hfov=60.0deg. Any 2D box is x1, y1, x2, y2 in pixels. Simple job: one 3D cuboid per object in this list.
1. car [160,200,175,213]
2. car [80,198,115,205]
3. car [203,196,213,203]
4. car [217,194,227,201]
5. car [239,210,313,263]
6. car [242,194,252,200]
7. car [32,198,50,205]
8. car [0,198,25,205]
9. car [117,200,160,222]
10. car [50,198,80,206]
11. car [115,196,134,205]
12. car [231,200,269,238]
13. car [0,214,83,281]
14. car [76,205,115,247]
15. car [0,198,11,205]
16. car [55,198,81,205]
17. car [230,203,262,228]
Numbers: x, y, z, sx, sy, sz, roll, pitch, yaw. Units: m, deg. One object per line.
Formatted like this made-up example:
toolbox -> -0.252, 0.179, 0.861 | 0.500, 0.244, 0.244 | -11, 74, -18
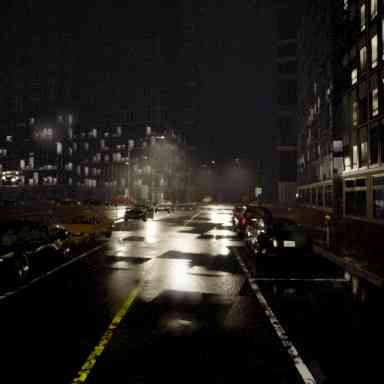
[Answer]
car -> -3.007, 1.595, 37.172 | 2.008, 1.369, 4.403 | 1, 0, 7
car -> -15.267, 1.675, 53.867 | 4.313, 1.339, 1.947 | 0, -1, 15
car -> 3.554, 1.675, 73.829 | 1.752, 1.417, 4.829 | 1, 0, 14
car -> 8.107, 1.530, 89.920 | 2.192, 1.841, 5.009 | 1, 0, 16
car -> 2.973, 1.571, 11.925 | 1.947, 1.339, 4.313 | 1, 0, 2
car -> 12.553, 1.440, 76.074 | 2.192, 1.841, 5.009 | 1, 0, 15
car -> -29.542, 1.894, 65.948 | 4.829, 1.417, 1.752 | 0, -1, 15
car -> -31.447, 1.767, 58.300 | 4.403, 1.369, 2.008 | 0, -1, 15
car -> -4.131, 1.578, 26.414 | 2.008, 1.369, 4.403 | 1, 0, 5
car -> -20.661, 1.696, 55.345 | 4.403, 1.369, 2.008 | 0, -1, 15
car -> -13.192, 1.575, 61.473 | 5.009, 1.841, 2.192 | 0, -1, 15
car -> 3.264, 1.449, 17.605 | 1.967, 1.590, 4.097 | 1, 0, 4
car -> -5.123, 1.575, 9.990 | 1.947, 1.339, 4.313 | 1, 0, 2
car -> -4.894, 1.540, 15.314 | 1.752, 1.417, 4.829 | 1, 0, 3
car -> -40.170, 1.990, 68.860 | 4.403, 1.369, 2.008 | 0, -1, 15
car -> -23.983, 1.883, 64.425 | 4.403, 1.369, 2.008 | 0, -1, 15
car -> 3.650, 1.557, 23.235 | 1.887, 1.381, 4.507 | 1, 0, 5
